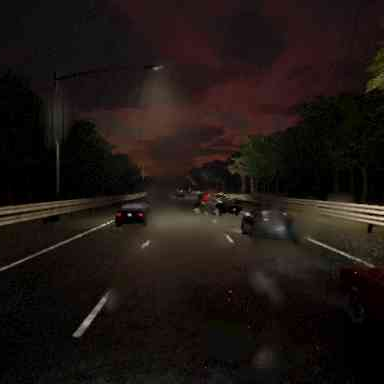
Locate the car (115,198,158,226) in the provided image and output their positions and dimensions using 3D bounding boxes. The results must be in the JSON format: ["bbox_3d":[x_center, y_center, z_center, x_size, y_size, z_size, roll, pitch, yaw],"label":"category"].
[{"bbox_3d":[-3.554,1.320,21.159,2.033,1.411,5.357,0,1,-1],"label":"car"}]

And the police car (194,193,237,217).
[{"bbox_3d":[1.952,1.122,27.756,1.930,1.638,5.238,0,1,-30],"label":"police car"}]

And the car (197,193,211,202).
[{"bbox_3d":[2.053,0.877,59.172,2.128,1.511,4.902,0,1,-3],"label":"car"}]

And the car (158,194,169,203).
[{"bbox_3d":[-4.475,1.014,51.914,2.033,1.411,5.357,0,1,-3],"label":"car"}]

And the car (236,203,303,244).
[{"bbox_3d":[3.410,1.393,14.878,1.994,1.385,4.181,0,1,-1],"label":"car"}]

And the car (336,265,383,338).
[{"bbox_3d":[3.497,1.551,3.829,1.895,1.301,4.718,0,1,0],"label":"car"}]

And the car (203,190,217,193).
[{"bbox_3d":[2.541,0.713,48.131,2.150,2.045,5.566,0,1,-2],"label":"car"}]

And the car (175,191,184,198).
[{"bbox_3d":[-2.931,0.704,84.132,2.033,1.411,5.357,0,1,-4],"label":"car"}]
